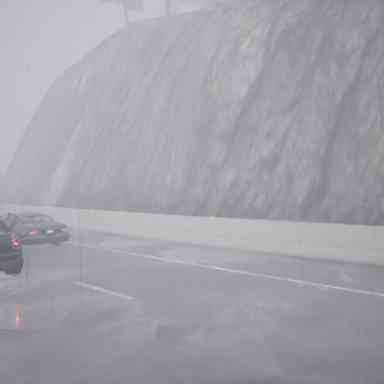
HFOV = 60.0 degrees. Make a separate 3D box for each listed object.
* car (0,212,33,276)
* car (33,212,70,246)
[{"bbox_3d":[-6.685,1.367,9.374,4.553,1.767,2.097,0,0,39],"label":"car"},{"bbox_3d":[-7.366,1.572,14.459,5.357,1.411,2.033,0,0,41],"label":"car"}]
